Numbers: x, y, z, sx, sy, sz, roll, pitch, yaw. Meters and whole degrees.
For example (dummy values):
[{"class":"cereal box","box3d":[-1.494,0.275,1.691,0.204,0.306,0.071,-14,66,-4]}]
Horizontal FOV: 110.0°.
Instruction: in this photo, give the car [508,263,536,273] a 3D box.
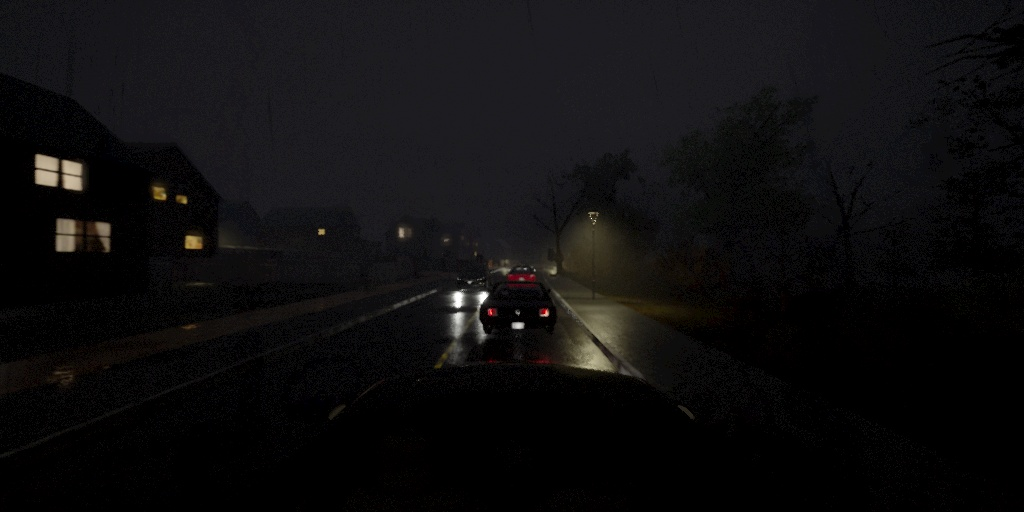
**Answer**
[{"class":"car","box3d":[0.666,1.355,23.953,1.994,1.385,4.181,0,0,3]}]

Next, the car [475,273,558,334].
[{"class":"car","box3d":[0.219,1.359,10.657,1.895,1.301,4.718,0,0,2]}]

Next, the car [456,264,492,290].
[{"class":"car","box3d":[-2.310,1.294,22.920,1.837,1.490,4.892,0,-1,3]}]

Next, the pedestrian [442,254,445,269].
[{"class":"pedestrian","box3d":[-8.152,0.626,42.971,0.375,1.860,0.375,0,-3,3]}]
